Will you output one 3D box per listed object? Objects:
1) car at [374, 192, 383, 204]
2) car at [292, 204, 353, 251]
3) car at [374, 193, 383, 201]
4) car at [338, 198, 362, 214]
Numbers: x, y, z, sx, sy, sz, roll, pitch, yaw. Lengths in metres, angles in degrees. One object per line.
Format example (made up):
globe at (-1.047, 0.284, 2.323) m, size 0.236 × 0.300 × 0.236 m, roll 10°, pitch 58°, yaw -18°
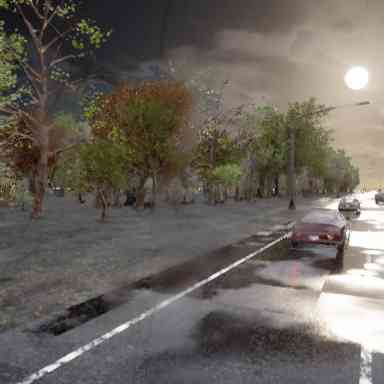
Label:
car at (29.623, 0.883, 51.542) m, size 2.097 × 1.767 × 4.553 m, roll 0°, pitch 1°, yaw 28°
car at (5.327, 1.404, 13.548) m, size 1.812 × 1.442 × 4.674 m, roll 0°, pitch 1°, yaw 28°
car at (36.644, 0.950, 64.877) m, size 2.033 × 1.411 × 5.357 m, roll 0°, pitch 1°, yaw 28°
car at (14.671, 1.267, 31.021) m, size 2.033 × 1.411 × 5.357 m, roll 0°, pitch 1°, yaw 28°
